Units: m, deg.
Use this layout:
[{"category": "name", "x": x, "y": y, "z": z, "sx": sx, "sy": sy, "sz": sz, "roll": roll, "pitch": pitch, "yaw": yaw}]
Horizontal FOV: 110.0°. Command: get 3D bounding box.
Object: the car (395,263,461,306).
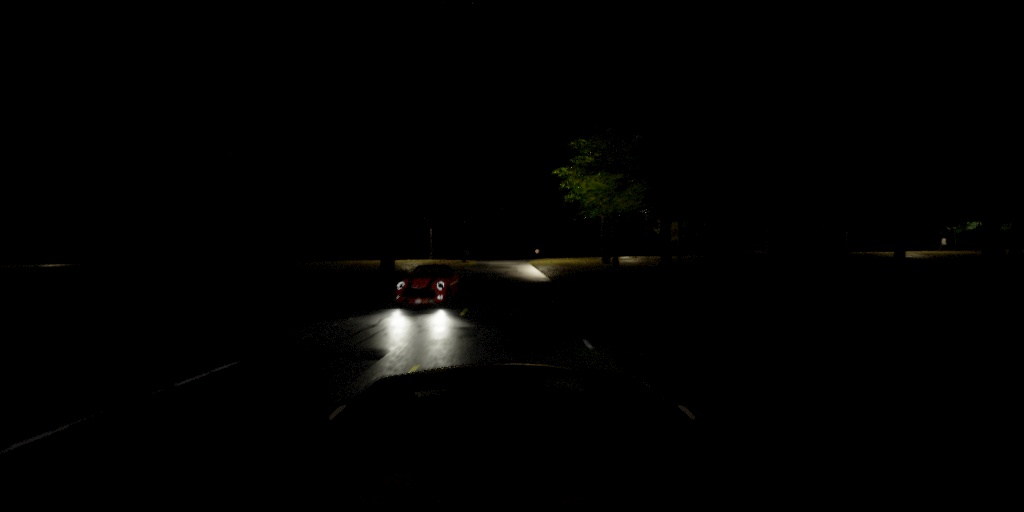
[{"category": "car", "x": -3.598, "y": 1.156, "z": 16.011, "sx": 2.097, "sy": 1.767, "sz": 4.553, "roll": 0, "pitch": 0, "yaw": 0}]
